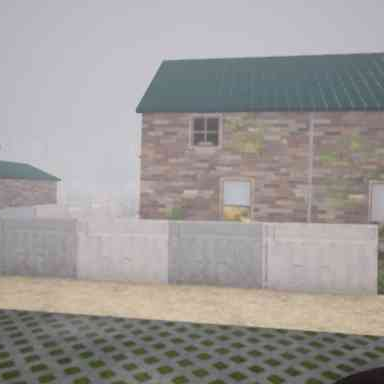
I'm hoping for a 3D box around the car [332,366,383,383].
[{"bbox_3d":[3.052,1.514,1.514,4.892,1.490,1.837,0,0,9],"label":"car"}]
